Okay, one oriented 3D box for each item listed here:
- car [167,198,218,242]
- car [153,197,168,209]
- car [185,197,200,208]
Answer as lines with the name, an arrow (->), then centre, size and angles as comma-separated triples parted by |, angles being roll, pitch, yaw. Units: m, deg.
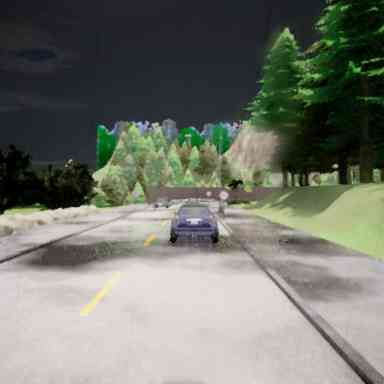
car -> 0.100, 1.348, 16.555 | 2.097, 1.767, 4.553 | 0, 0, 0
car -> -3.997, 1.429, 44.374 | 2.128, 1.511, 4.902 | 0, 0, 0
car -> 0.103, 1.535, 48.330 | 2.033, 1.411, 5.357 | 0, 0, 0
